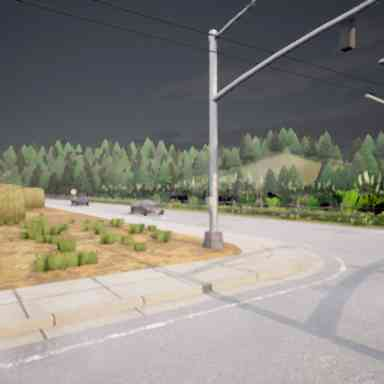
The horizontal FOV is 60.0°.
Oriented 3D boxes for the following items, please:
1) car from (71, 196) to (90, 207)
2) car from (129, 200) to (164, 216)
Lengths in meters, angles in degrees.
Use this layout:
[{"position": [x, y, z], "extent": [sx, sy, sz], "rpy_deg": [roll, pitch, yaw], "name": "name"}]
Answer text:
[{"position": [-16.886, 1.415, 50.163], "extent": [1.837, 1.490, 4.892], "rpy_deg": [0, 0, -33], "name": "car"}, {"position": [-4.287, 1.437, 30.783], "extent": [1.812, 1.442, 4.674], "rpy_deg": [0, 0, -33], "name": "car"}]
